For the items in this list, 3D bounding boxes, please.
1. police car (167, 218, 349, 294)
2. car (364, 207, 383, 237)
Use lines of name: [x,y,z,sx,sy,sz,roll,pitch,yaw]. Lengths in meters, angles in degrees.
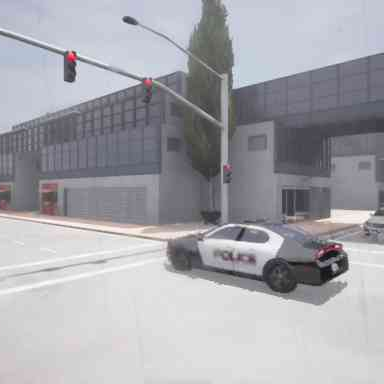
police car: [1.413,1.509,9.063,4.974,1.542,2.038,0,0,41]
car: [10.493,1.525,17.414,1.812,1.442,4.674,0,0,42]
